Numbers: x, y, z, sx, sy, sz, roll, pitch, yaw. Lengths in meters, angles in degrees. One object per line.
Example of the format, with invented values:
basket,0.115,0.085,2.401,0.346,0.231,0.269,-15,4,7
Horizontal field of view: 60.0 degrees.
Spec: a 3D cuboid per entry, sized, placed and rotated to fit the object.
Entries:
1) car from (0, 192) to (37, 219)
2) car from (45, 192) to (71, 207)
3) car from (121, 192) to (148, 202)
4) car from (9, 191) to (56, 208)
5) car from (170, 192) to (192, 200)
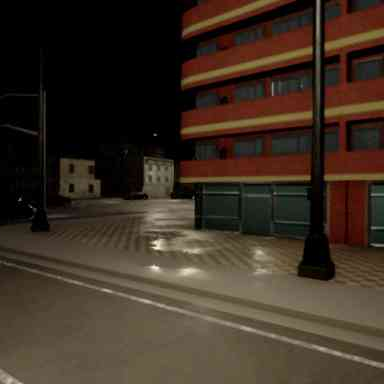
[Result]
car,-13.438,1.066,23.054,2.097,1.767,4.553,1,1,35
car,-16.088,0.977,37.395,1.882,1.535,5.008,1,1,37
car,-9.030,0.683,52.721,2.128,1.511,4.902,1,1,37
car,-18.891,0.821,39.487,2.097,1.767,4.553,1,1,37
car,-1.792,0.660,56.546,1.994,1.385,4.181,1,1,37
